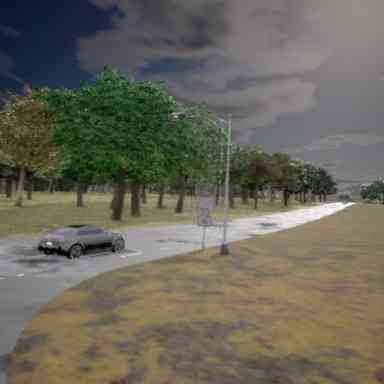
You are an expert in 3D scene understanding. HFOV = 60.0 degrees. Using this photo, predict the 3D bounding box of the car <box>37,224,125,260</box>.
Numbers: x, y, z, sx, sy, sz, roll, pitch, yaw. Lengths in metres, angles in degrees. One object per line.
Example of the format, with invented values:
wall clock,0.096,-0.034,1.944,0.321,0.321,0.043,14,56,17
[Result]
car,-5.063,2.233,15.715,1.994,1.385,4.181,2,-2,28
